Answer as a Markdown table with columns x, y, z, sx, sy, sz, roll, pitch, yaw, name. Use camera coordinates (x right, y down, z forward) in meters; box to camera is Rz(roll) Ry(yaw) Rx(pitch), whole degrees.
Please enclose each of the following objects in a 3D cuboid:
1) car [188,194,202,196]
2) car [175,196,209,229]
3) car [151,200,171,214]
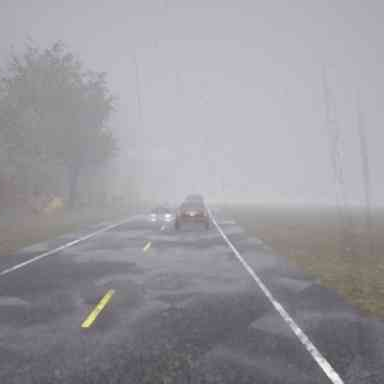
| x | y | z | sx | sy | sz | roll | pitch | yaw | name |
| --- | --- | --- | --- | --- | --- | --- | --- | --- | --- |
| 0.371 | 1.280 | 39.627 | 2.150 | 2.045 | 5.566 | 0 | 0 | 2 | car |
| 0.027 | 1.369 | 21.979 | 2.097 | 1.767 | 4.553 | 0 | 0 | 1 | car |
| -3.299 | 1.594 | 36.501 | 1.812 | 1.442 | 4.674 | 0 | 0 | 2 | car |
